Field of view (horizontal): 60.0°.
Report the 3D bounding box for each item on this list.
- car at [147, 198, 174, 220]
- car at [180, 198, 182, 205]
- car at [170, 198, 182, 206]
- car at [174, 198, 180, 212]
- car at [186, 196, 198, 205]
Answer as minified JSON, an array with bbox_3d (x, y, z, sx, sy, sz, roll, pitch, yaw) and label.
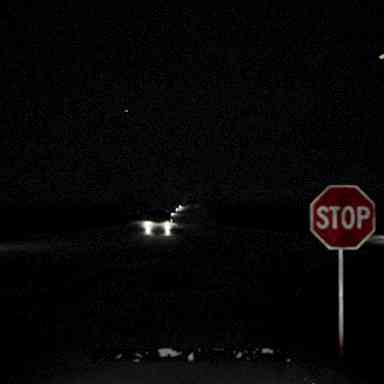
[{"bbox_3d":[-2.790,1.515,28.992,1.882,1.535,5.008,0,0,-2],"label":"car"},{"bbox_3d":[-2.814,1.616,48.934,2.033,1.411,5.357,0,0,0],"label":"car"},{"bbox_3d":[-2.795,1.681,59.192,1.895,1.301,4.718,0,0,0],"label":"car"},{"bbox_3d":[-2.828,1.600,38.801,2.033,1.411,5.357,0,0,0],"label":"car"},{"bbox_3d":[0.044,1.434,60.829,2.097,1.767,4.553,0,0,0],"label":"car"}]
